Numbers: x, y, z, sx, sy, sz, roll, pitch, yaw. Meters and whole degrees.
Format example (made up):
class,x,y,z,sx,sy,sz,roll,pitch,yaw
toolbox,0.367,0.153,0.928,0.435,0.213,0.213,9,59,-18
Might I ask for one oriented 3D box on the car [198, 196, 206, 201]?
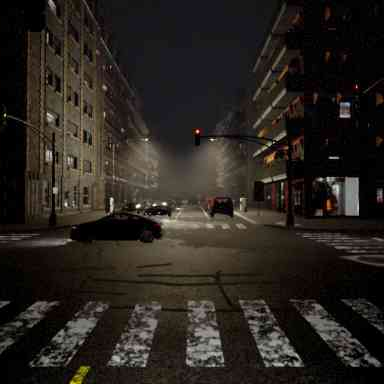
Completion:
class,x,y,z,sx,sy,sz,roll,pitch,yaw
car,2.683,1.816,91.338,1.947,1.339,4.313,1,0,0

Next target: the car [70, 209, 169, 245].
class,x,y,z,sx,sy,sz,roll,pitch,yaw
car,-3.367,1.610,15.348,4.181,1.385,1.994,0,-1,0

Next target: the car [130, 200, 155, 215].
class,x,y,z,sx,sy,sz,roll,pitch,yaw
car,-5.258,1.581,35.689,1.947,1.339,4.313,1,0,0

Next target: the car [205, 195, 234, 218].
class,x,y,z,sx,sy,sz,roll,pitch,yaw
car,2.620,1.327,30.165,2.192,1.841,5.009,1,0,0

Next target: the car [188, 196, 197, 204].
class,x,y,z,sx,sy,sz,roll,pitch,yaw
car,0.153,1.602,70.349,1.882,1.535,5.008,0,0,0

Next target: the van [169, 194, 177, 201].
class,x,y,z,sx,sy,sz,roll,pitch,yaw
van,-5.194,1.591,91.317,1.690,1.788,3.998,1,0,0

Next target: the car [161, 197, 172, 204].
class,x,y,z,sx,sy,sz,roll,pitch,yaw
car,-5.223,1.668,69.061,2.008,1.369,4.403,1,0,0

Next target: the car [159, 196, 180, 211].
class,x,y,z,sx,sy,sz,roll,pitch,yaw
car,-2.786,1.524,39.273,1.837,1.490,4.892,0,0,0

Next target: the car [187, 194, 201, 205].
class,x,y,z,sx,sy,sz,roll,pitch,yaw
car,0.174,1.552,59.909,1.882,1.535,5.008,0,0,0

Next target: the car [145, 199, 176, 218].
class,x,y,z,sx,sy,sz,roll,pitch,yaw
car,-2.805,1.576,30.393,1.994,1.385,4.181,0,0,0

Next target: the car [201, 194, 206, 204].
class,x,y,z,sx,sy,sz,roll,pitch,yaw
car,2.632,1.337,41.289,2.192,1.841,5.009,1,0,0

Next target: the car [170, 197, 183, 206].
class,x,y,z,sx,sy,sz,roll,pitch,yaw
car,-2.680,1.620,59.568,2.033,1.411,5.357,0,0,0

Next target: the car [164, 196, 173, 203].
class,x,y,z,sx,sy,sz,roll,pitch,yaw
car,-5.216,1.673,74.453,1.752,1.417,4.829,1,0,0

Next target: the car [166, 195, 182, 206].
class,x,y,z,sx,sy,sz,roll,pitch,yaw
car,-2.722,1.602,49.207,1.994,1.385,4.181,0,0,1

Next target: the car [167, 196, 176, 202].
class,x,y,z,sx,sy,sz,roll,pitch,yaw
car,-5.204,1.766,85.752,2.008,1.369,4.403,1,0,0

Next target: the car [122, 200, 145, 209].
class,x,y,z,sx,sy,sz,roll,pitch,yaw
car,-5.264,1.578,30.128,1.947,1.339,4.313,1,0,0

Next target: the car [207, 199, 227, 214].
class,x,y,z,sx,sy,sz,roll,pitch,yaw
car,2.623,1.541,35.894,1.752,1.417,4.829,1,0,0

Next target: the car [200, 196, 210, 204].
class,x,y,z,sx,sy,sz,roll,pitch,yaw
car,2.659,1.558,69.087,1.967,1.590,4.097,1,0,0
